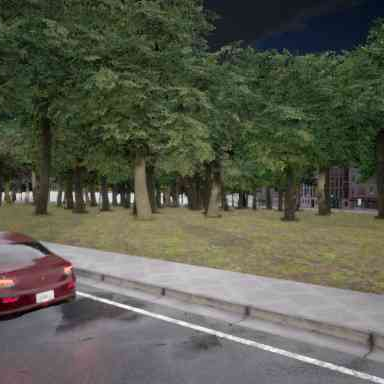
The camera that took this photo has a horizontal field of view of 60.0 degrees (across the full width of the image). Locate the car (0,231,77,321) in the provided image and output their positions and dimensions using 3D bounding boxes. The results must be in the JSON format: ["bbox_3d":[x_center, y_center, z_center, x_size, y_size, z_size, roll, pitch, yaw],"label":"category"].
[{"bbox_3d":[-4.221,1.524,6.726,4.674,1.442,1.812,0,0,36],"label":"car"}]
